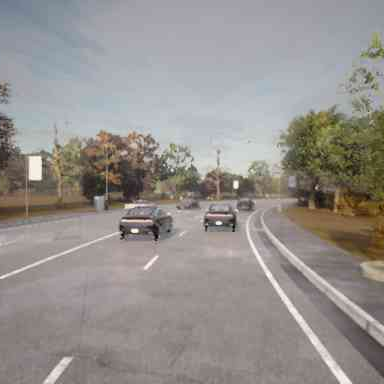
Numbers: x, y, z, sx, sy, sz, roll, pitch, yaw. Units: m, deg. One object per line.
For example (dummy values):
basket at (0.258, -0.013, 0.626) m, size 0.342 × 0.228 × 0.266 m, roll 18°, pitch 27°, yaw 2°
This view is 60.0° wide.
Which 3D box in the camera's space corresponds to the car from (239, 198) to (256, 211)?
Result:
car at (6.810, 1.515, 41.891) m, size 1.837 × 1.490 × 4.892 m, roll 0°, pitch 0°, yaw 17°

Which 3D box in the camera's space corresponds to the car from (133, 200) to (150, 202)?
car at (-5.753, 1.556, 36.866) m, size 1.895 × 1.301 × 4.718 m, roll 0°, pitch 0°, yaw 15°

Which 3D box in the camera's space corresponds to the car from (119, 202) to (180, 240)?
car at (-2.203, 1.477, 16.866) m, size 2.128 × 1.511 × 4.902 m, roll 0°, pitch 0°, yaw 7°

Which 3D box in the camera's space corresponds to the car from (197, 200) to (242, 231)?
car at (1.837, 1.490, 20.583) m, size 2.128 × 1.511 × 4.902 m, roll 0°, pitch 0°, yaw 9°

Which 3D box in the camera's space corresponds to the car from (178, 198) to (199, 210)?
car at (-0.475, 1.521, 42.800) m, size 2.033 × 1.411 × 5.357 m, roll 0°, pitch 0°, yaw 17°
